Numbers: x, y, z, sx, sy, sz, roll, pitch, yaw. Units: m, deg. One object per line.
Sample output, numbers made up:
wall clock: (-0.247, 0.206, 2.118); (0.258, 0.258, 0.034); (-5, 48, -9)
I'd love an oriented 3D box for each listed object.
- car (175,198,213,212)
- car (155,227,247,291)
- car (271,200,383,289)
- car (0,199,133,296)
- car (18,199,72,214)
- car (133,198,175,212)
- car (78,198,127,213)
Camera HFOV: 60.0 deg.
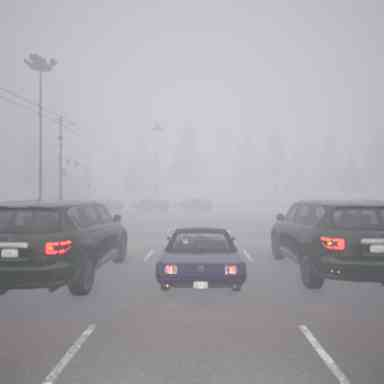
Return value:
car: (0.143, 1.471, 39.003); (4.892, 1.490, 1.837); (0, -1, 34)
car: (0.239, 1.593, 8.944); (1.895, 1.301, 4.718); (0, 0, 2)
car: (3.745, 1.213, 9.250); (2.150, 2.045, 5.566); (0, 0, 2)
car: (-3.268, 1.214, 8.791); (2.150, 2.045, 5.566); (0, 0, 2)
car: (-15.041, 1.475, 34.171); (4.892, 1.490, 1.837); (0, -1, 11)
car: (-4.798, 1.472, 37.953); (4.892, 1.490, 1.837); (0, -1, 27)
car: (-9.771, 1.460, 36.371); (4.902, 1.511, 2.128); (0, 0, 19)
